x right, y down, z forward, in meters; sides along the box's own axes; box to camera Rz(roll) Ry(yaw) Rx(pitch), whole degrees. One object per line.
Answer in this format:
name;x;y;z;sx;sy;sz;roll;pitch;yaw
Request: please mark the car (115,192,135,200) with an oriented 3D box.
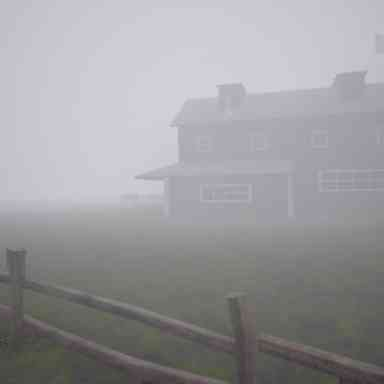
car;-13.258;0.786;67.381;1.882;1.535;5.008;-1;1;43
